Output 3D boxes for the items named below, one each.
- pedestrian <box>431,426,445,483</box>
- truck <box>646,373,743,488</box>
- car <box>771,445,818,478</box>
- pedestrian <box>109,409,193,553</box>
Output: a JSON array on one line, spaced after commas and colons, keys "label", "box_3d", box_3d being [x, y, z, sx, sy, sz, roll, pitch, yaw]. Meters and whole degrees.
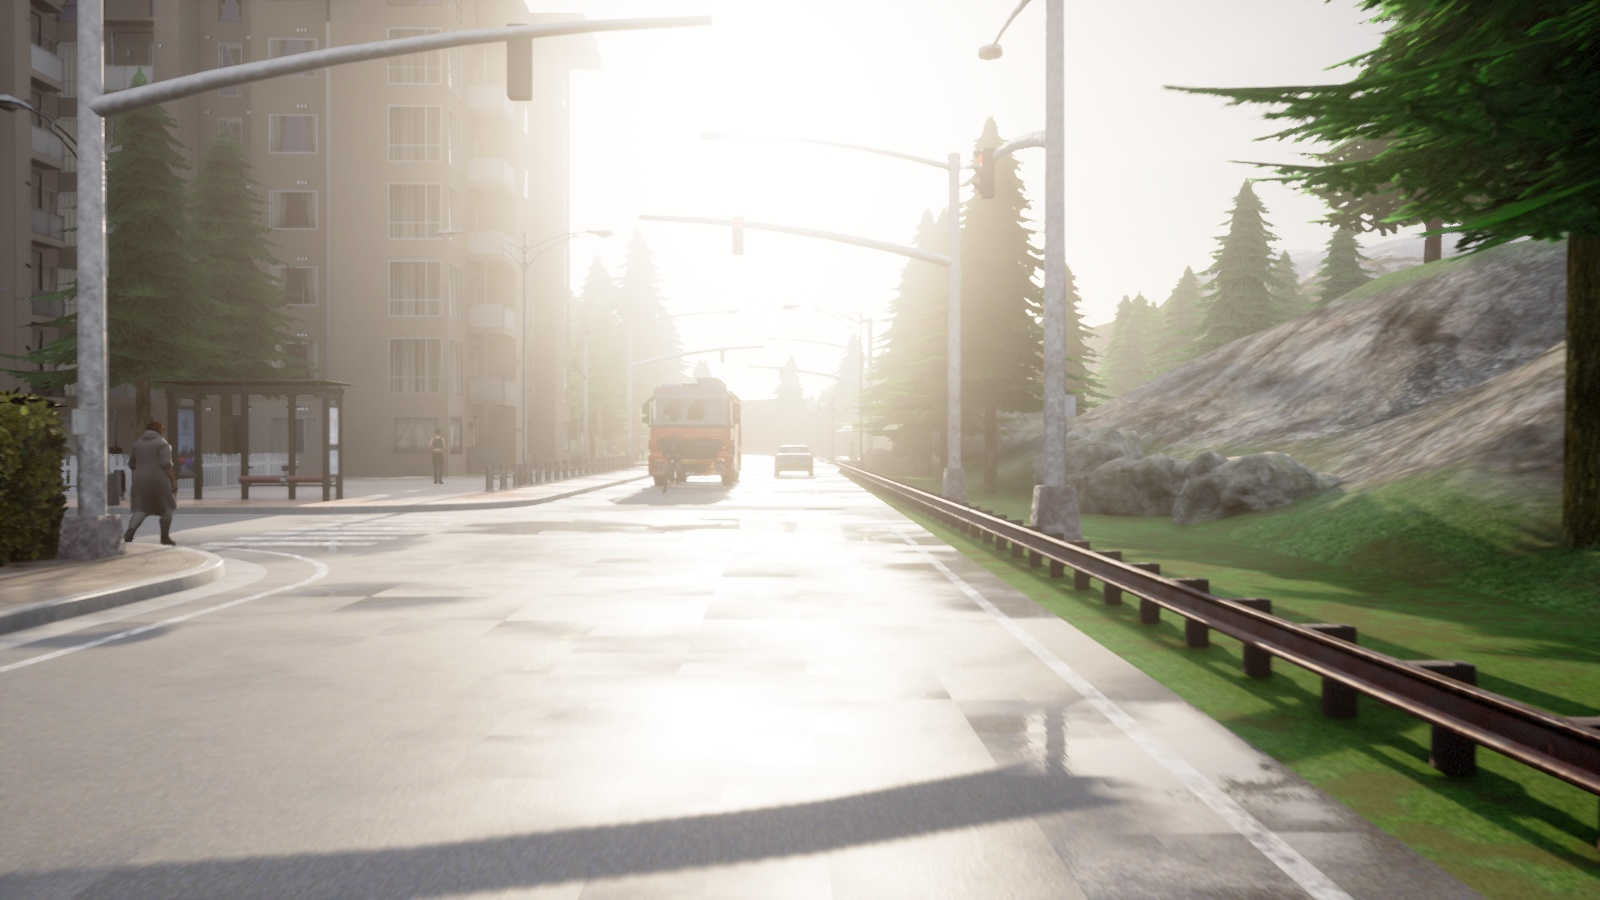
[{"label": "pedestrian", "box_3d": [-11.717, 0.152, 40.646, 0.345, 1.836, 0.594, 0, 0, -8]}, {"label": "truck", "box_3d": [-3.700, -0.681, 46.102, 2.891, 3.827, 8.468, 0, 0, 0]}, {"label": "car", "box_3d": [-0.252, 0.472, 57.086, 2.033, 1.411, 5.357, 0, 0, 0]}, {"label": "pedestrian", "box_3d": [-9.031, 0.421, 17.504, 0.659, 1.952, 0.873, 0, 0, 8]}]
